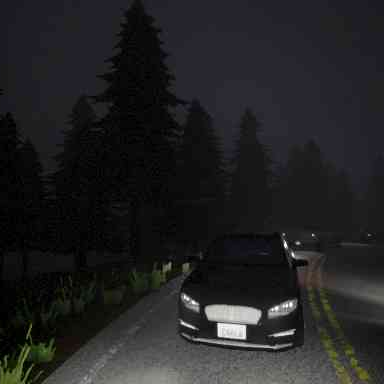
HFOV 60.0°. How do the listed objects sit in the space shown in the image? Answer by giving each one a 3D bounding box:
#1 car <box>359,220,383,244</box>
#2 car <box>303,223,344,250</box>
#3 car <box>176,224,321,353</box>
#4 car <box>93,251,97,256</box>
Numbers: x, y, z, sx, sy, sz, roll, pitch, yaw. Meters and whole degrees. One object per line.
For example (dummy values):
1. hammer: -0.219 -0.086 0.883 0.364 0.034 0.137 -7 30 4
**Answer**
1. car: 15.804 3.222 26.443 5.566 2.045 2.150 8 -8 -28
2. car: 6.480 2.306 17.669 1.895 1.301 4.718 -3 -6 39
3. car: 1.131 1.561 6.594 2.128 1.511 4.902 -1 -2 15
4. car: -20.285 13.650 72.956 4.181 1.381 1.994 -2 -5 31
